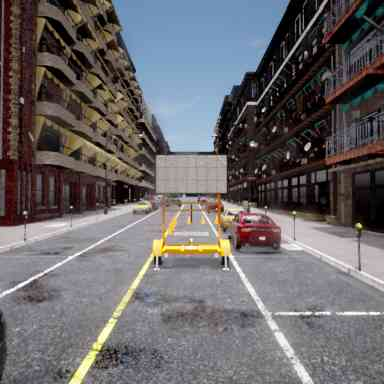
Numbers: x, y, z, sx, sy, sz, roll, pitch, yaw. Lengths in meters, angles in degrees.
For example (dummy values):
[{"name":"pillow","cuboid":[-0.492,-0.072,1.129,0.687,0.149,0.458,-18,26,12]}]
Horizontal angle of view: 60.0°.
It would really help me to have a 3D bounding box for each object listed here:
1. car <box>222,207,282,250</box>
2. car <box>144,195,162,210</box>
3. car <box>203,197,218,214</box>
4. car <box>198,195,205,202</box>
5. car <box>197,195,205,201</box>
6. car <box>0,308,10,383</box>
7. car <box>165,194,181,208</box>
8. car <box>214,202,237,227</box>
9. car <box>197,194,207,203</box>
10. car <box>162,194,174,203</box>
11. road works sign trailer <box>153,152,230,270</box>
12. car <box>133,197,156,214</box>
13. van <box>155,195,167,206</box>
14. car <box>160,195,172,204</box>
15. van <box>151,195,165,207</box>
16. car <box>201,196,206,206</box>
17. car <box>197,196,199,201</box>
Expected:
[{"name":"car","cuboid":[2.562,1.561,14.352,1.887,1.381,4.507,1,0,0]},{"name":"car","cuboid":[-5.360,1.392,42.056,2.192,1.841,5.009,2,0,0]},{"name":"car","cuboid":[2.524,1.608,36.474,1.887,1.381,4.507,1,0,0]},{"name":"car","cuboid":[2.486,1.676,58.598,1.887,1.381,4.507,1,0,0]},{"name":"car","cuboid":[2.396,1.723,91.784,1.967,1.590,4.097,1,0,0]},{"name":"car","cuboid":[-2.751,1.492,1.365,2.128,1.511,4.902,0,0,0]},{"name":"car","cuboid":[-2.834,1.323,50.686,2.150,2.045,5.566,0,0,0]},{"name":"car","cuboid":[2.553,1.551,20.054,1.752,1.417,4.829,1,0,0]},{"name":"car","cuboid":[2.419,1.541,80.722,2.192,1.841,5.009,1,0,0]},{"name":"car","cuboid":[-5.418,1.516,75.237,2.192,1.841,5.009,1,0,0]},{"name":"road works sign trailer","cuboid":[-0.018,0.475,11.014,2.380,3.560,2.880,0,0,0]},{"name":"car","cuboid":[-5.356,1.588,36.354,1.752,1.417,4.829,2,0,0]},{"name":"van","cuboid":[-5.390,1.472,58.646,1.690,1.788,3.998,1,0,0]},{"name":"car","cuboid":[-5.408,1.492,69.707,2.192,1.841,5.009,1,0,0]},{"name":"van","cuboid":[-5.380,1.452,53.114,1.690,1.788,3.998,2,0,0]},{"name":"car","cuboid":[2.514,1.628,42.006,2.008,1.369,4.403,1,0,0]},{"name":"car","cuboid":[2.476,1.697,64.127,1.887,1.381,4.507,1,0,0]}]
